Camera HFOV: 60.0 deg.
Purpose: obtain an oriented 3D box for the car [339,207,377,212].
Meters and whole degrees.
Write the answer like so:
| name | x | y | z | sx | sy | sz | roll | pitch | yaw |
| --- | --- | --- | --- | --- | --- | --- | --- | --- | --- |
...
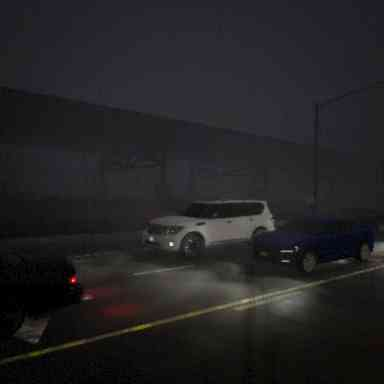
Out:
| name | x | y | z | sx | sy | sz | roll | pitch | yaw |
| --- | --- | --- | --- | --- | --- | --- | --- | --- | --- |
| car | 9.221 | 1.617 | 19.095 | 5.008 | 1.535 | 1.882 | 0 | 0 | -35 |

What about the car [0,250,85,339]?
| name | x | y | z | sx | sy | sz | roll | pitch | yaw |
| --- | --- | --- | --- | --- | --- | --- | --- | --- | --- |
| car | -4.493 | 1.536 | 5.069 | 5.357 | 1.411 | 2.033 | 1 | -1 | -35 |

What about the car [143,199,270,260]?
| name | x | y | z | sx | sy | sz | roll | pitch | yaw |
| --- | --- | --- | --- | --- | --- | --- | --- | --- | --- |
| car | 0.858 | 1.298 | 13.135 | 5.566 | 2.045 | 2.150 | 1 | 0 | -35 |

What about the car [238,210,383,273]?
| name | x | y | z | sx | sy | sz | roll | pitch | yaw |
| --- | --- | --- | --- | --- | --- | --- | --- | --- | --- |
| car | 4.139 | 1.566 | 11.168 | 5.008 | 1.535 | 1.882 | 1 | 0 | -35 |
